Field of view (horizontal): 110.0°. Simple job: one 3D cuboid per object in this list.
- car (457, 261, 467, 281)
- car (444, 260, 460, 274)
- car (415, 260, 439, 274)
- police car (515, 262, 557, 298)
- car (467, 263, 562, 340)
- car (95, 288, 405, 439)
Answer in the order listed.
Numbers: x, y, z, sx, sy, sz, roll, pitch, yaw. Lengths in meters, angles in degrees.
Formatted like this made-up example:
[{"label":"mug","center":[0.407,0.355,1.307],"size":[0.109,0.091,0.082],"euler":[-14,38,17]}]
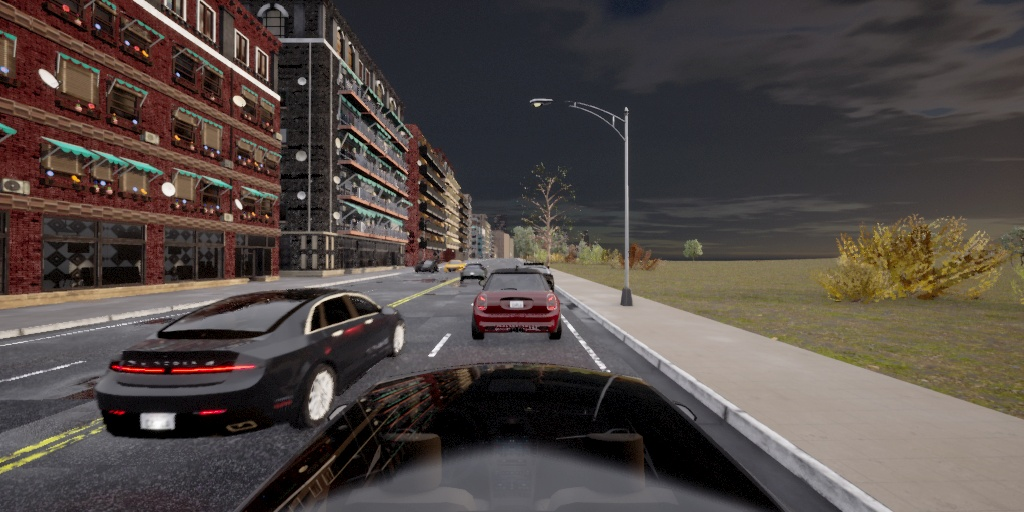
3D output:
[{"label":"car","center":[-3.088,1.316,29.815],"size":[1.994,1.385,4.181],"euler":[0,0,0]},{"label":"car","center":[-6.517,1.228,41.373],"size":[1.882,1.535,5.008],"euler":[0,0,0]},{"label":"car","center":[-9.767,1.228,41.367],"size":[1.882,1.535,5.008],"euler":[0,0,0]},{"label":"police car","center":[1.174,1.177,19.649],"size":[1.930,1.638,5.238],"euler":[0,0,0]},{"label":"car","center":[0.113,1.103,10.154],"size":[2.097,1.767,4.553],"euler":[0,0,0]},{"label":"car","center":[-3.145,1.253,5.613],"size":[1.837,1.490,4.892],"euler":[0,-1,0]}]
